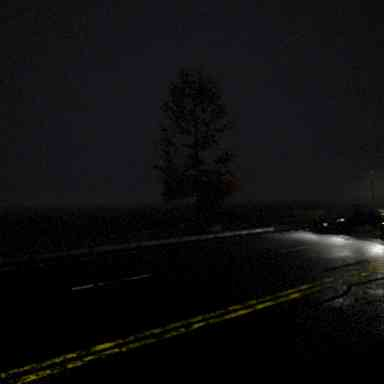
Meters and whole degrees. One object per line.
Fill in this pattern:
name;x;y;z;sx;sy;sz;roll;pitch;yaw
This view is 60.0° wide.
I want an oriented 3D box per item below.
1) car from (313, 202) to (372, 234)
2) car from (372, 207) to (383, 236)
car;8.493;1.309;17.967;4.674;1.442;1.812;-1;0;-37
car;10.744;1.252;15.601;5.008;1.535;1.882;-1;0;-37
